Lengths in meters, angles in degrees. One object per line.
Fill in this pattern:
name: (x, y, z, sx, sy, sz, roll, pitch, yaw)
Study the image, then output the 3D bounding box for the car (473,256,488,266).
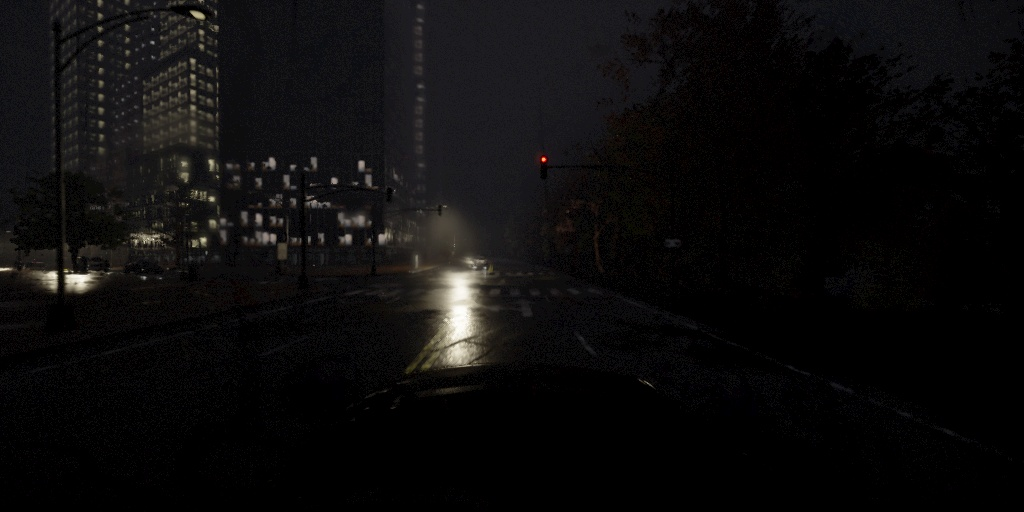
car: (-4.693, 0.798, 53.518, 1.812, 1.442, 4.674, 0, 2, -3)

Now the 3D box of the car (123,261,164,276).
car: (-38.446, 1.274, 37.325, 5.357, 1.411, 2.033, 0, 0, 29)
